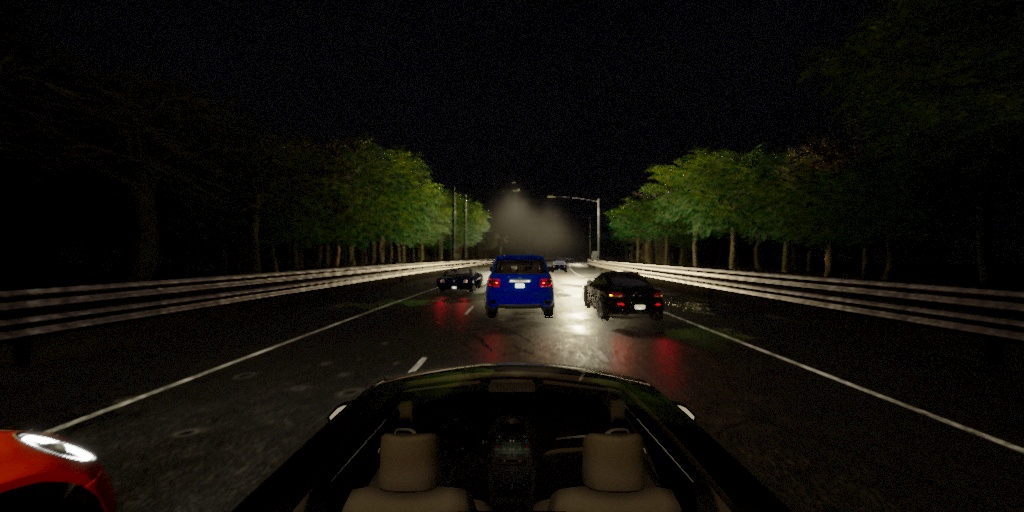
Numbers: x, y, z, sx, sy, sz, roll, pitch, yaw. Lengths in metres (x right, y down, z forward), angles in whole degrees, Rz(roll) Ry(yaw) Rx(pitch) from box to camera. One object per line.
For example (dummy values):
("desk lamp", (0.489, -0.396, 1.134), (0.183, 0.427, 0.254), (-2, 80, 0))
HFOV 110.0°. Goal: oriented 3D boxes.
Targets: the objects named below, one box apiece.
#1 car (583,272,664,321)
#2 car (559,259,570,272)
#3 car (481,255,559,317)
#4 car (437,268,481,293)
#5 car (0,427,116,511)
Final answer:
("car", (3.676, 1.267, 12.379), (1.812, 1.442, 4.674), (0, 0, 2))
("car", (6.001, 1.331, 45.586), (1.895, 1.301, 4.718), (0, 0, 7))
("car", (0.316, 0.970, 13.262), (2.150, 2.045, 5.566), (0, 0, 2))
("car", (-2.881, 1.344, 20.799), (1.895, 1.301, 4.718), (0, 0, 3))
("car", (-3.361, 1.099, 0.168), (2.097, 1.767, 4.553), (0, 0, 0))
